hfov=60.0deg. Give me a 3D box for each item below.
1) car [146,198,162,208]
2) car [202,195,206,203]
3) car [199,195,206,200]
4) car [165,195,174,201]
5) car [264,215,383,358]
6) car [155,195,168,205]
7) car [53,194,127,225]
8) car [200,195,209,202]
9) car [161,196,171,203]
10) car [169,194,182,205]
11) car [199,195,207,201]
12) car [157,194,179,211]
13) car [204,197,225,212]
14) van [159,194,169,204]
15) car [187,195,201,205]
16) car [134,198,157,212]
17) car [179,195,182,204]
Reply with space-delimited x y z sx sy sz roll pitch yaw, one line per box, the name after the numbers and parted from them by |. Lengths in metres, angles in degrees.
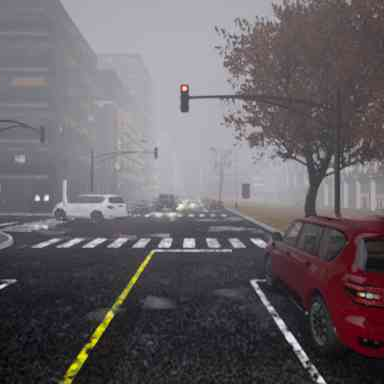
-5.592 1.540 49.447 2.008 1.369 4.403 0 0 0 | car
2.788 1.515 49.600 1.752 1.417 4.829 0 0 0 | car
2.875 1.575 93.692 2.008 1.369 4.403 0 0 0 | car
-5.527 1.452 82.643 1.967 1.590 4.097 0 0 0 | car
2.703 1.311 5.977 2.192 1.841 5.009 0 0 0 | car
-5.570 1.436 60.513 1.967 1.590 4.097 0 0 0 | car
-7.370 1.189 24.000 5.566 2.045 2.150 1 -1 24 | car
2.843 1.532 77.264 1.752 1.417 4.829 0 0 0 | car
-5.548 1.584 71.577 1.802 1.307 4.206 0 0 0 | car
-2.939 1.348 61.481 2.097 1.767 4.553 0 0 1 | car
2.864 1.562 88.159 1.887 1.381 4.507 0 0 0 | car
-3.013 1.208 40.126 2.150 2.045 5.566 0 0 0 | car
2.766 1.531 38.365 1.887 1.381 4.507 0 0 0 | car
-5.559 1.340 66.045 1.690 1.788 3.998 0 0 0 | van
0.205 1.521 60.240 1.812 1.442 4.674 0 0 0 | car
-5.614 1.537 38.381 2.008 1.369 4.403 0 0 0 | car
-2.983 1.495 50.568 1.837 1.490 4.892 0 0 0 | car
